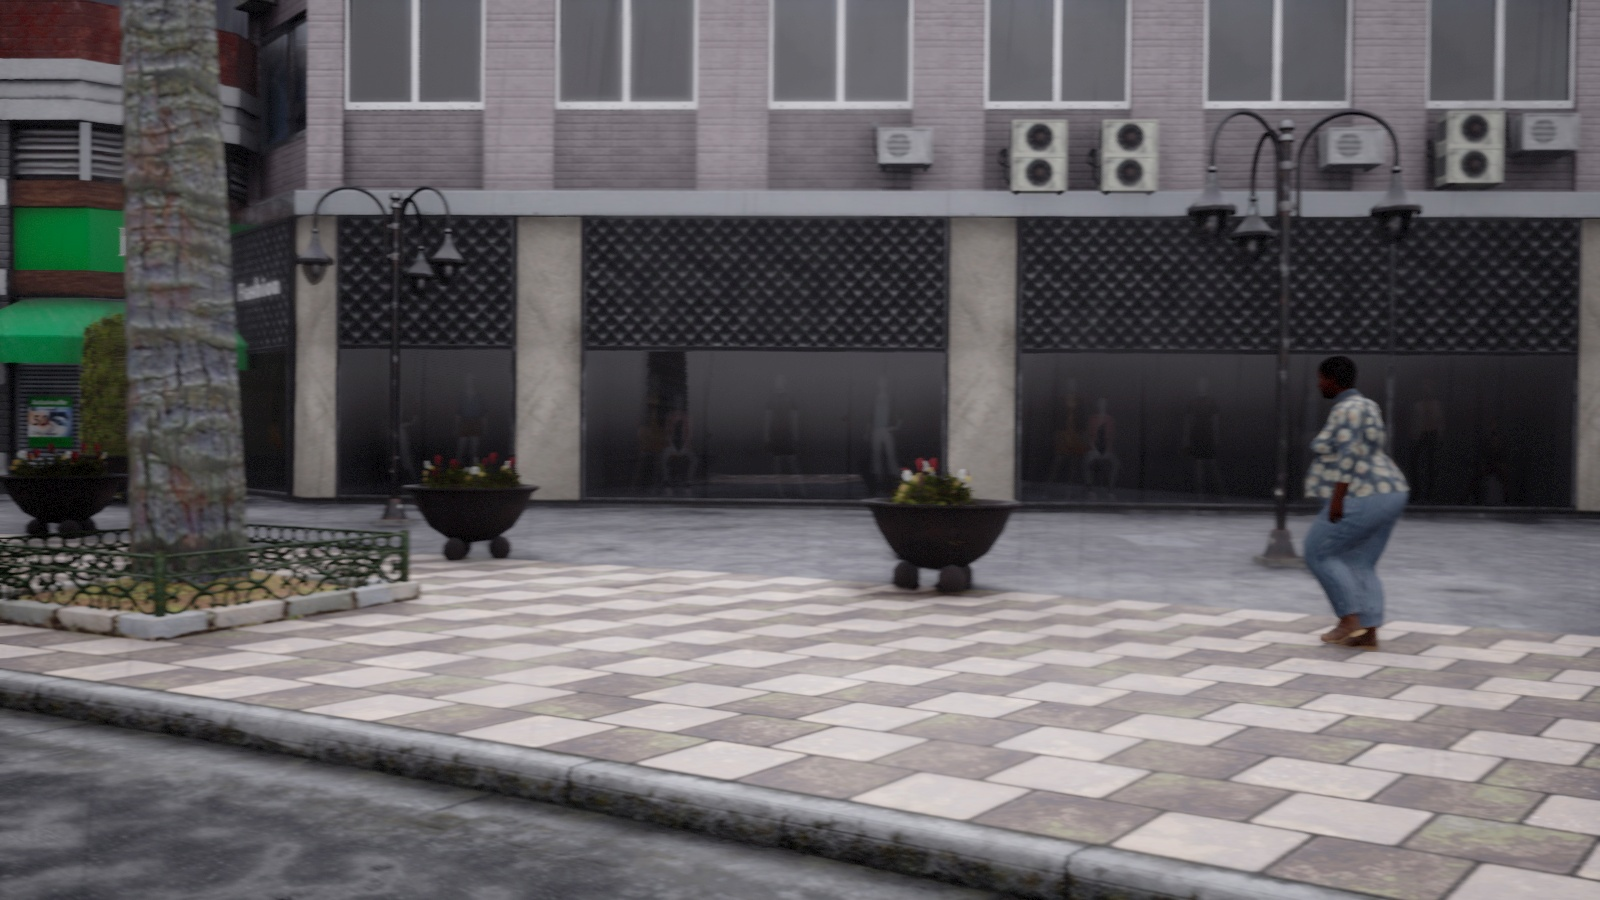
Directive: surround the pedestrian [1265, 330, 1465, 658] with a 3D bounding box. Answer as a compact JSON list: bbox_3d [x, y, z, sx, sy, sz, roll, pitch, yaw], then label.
[{"bbox_3d":[3.476,0.243,7.716,0.900,1.855,0.874,0,1,41],"label":"pedestrian"}]
